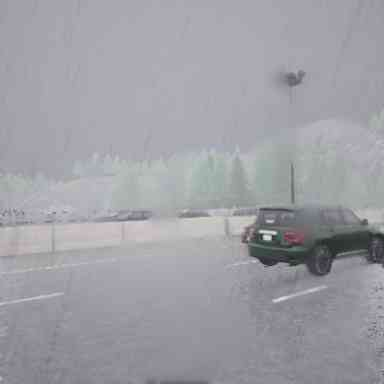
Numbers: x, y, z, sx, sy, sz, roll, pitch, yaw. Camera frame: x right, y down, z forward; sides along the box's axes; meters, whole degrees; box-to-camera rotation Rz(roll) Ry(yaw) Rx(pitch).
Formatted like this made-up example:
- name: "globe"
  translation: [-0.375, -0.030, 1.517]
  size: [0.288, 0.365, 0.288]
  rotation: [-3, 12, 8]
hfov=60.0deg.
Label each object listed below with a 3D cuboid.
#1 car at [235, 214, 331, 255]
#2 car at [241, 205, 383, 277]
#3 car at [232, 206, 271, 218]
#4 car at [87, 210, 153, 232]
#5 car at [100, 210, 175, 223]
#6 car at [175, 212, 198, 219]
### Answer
- name: "car"
  translation: [4.340, 1.861, 15.588]
  size: [4.674, 1.442, 1.812]
  rotation: [1, -2, -36]
- name: "car"
  translation: [4.349, 1.449, 11.256]
  size: [5.566, 2.045, 2.150]
  rotation: [1, -2, -36]
- name: "car"
  translation: [7.991, 2.684, 44.554]
  size: [5.357, 1.411, 2.033]
  rotation: [1, -2, -36]
- name: "car"
  translation: [-5.558, 2.156, 25.928]
  size: [4.674, 1.442, 1.812]
  rotation: [1, -2, -36]
- name: "car"
  translation: [-3.959, 2.024, 22.763]
  size: [5.008, 1.535, 1.882]
  rotation: [1, -2, -36]
- name: "car"
  translation: [-0.303, 2.359, 34.125]
  size: [4.674, 1.442, 1.812]
  rotation: [1, -2, -36]
